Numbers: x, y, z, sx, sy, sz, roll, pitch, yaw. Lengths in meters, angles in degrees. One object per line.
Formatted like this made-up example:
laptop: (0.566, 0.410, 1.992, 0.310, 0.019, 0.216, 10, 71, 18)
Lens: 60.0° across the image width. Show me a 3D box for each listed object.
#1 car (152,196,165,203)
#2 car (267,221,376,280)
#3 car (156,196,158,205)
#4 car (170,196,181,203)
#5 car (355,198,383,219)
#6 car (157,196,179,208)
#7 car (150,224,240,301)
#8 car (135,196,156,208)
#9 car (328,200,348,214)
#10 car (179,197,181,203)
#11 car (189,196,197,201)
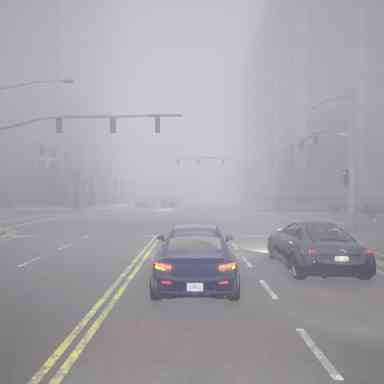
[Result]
car: (-6.875, 1.547, 68.588, 2.033, 1.411, 5.357, 0, 0, 0)
car: (3.590, 1.564, 9.950, 1.994, 1.385, 4.181, 0, 0, 0)
car: (-6.972, 1.505, 58.140, 1.837, 1.490, 4.892, 0, 0, 0)
car: (-3.370, 1.564, 69.208, 1.994, 1.385, 4.181, 0, 0, 0)
car: (16.478, 1.436, 27.252, 4.902, 1.511, 2.128, 0, 0, 0)
car: (-3.502, 1.492, 49.614, 2.128, 1.511, 4.902, 0, 0, 0)
car: (0.075, 1.526, 8.213, 1.812, 1.442, 4.674, 0, 0, 1)
car: (-7.007, 1.547, 48.407, 2.033, 1.411, 5.357, 0, 0, 0)
car: (16.770, 1.422, 34.460, 5.008, 1.535, 1.882, 0, 0, 0)
car: (-3.464, 1.478, 59.205, 1.882, 1.535, 5.008, 0, 0, 0)
car: (0.155, 1.553, 82.288, 1.994, 1.385, 4.181, 0, 0, 0)
